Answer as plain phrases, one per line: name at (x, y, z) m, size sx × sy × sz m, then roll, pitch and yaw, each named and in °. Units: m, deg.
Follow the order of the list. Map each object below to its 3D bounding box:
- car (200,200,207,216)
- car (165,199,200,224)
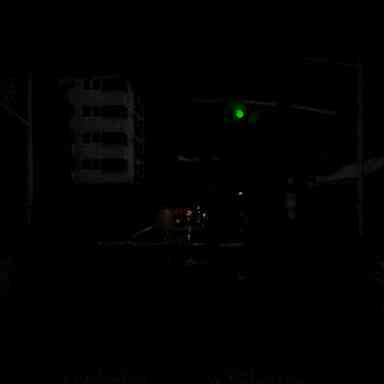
car at (0.142, 1.661, 36.538) m, size 2.097 × 1.767 × 4.553 m, roll 0°, pitch 0°, yaw 6°
car at (-0.816, 1.580, 26.632) m, size 2.097 × 1.767 × 4.553 m, roll 0°, pitch 0°, yaw 6°
